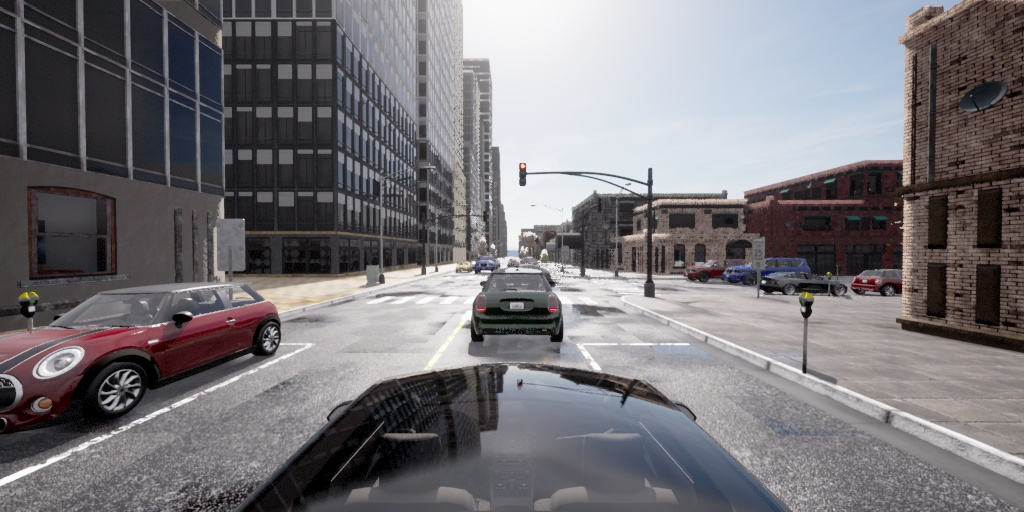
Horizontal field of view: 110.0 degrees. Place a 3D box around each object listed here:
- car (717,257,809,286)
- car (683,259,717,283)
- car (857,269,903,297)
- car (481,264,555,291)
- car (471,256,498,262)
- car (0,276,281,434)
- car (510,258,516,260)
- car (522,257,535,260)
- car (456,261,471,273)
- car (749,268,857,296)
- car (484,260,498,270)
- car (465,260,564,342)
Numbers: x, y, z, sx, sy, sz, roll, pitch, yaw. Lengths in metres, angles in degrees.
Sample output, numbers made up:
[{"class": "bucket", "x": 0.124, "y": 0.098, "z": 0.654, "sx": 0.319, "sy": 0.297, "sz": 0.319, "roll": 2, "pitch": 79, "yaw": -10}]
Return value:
[{"class": "car", "x": 18.562, "y": 1.131, "z": 26.193, "sx": 5.566, "sy": 2.045, "sz": 2.150, "roll": 1, "pitch": 1, "yaw": 1}, {"class": "car", "x": 16.569, "y": 1.164, "z": 28.824, "sx": 5.009, "sy": 1.841, "sz": 2.192, "roll": 0, "pitch": 0, "yaw": 1}, {"class": "car", "x": 21.994, "y": 1.474, "z": 20.364, "sx": 4.097, "sy": 1.591, "sz": 1.967, "roll": 0, "pitch": 0, "yaw": 1}, {"class": "car", "x": 0.476, "y": 1.269, "z": 22.604, "sx": 4.674, "sy": 1.442, "sz": 1.812, "roll": 0, "pitch": -1, "yaw": -41}, {"class": "car", "x": -3.013, "y": 0.962, "z": 41.496, "sx": 2.150, "sy": 2.045, "sz": 5.566, "roll": 0, "pitch": 0, "yaw": 1}, {"class": "car", "x": -5.684, "y": 1.189, "z": 5.613, "sx": 1.967, "sy": 1.591, "sz": 4.097, "roll": 0, "pitch": 0, "yaw": 0}, {"class": "car", "x": 0.215, "y": 1.337, "z": 61.232, "sx": 1.895, "sy": 1.301, "sz": 4.718, "roll": 0, "pitch": 0, "yaw": 0}, {"class": "car", "x": 2.780, "y": 1.179, "z": 49.134, "sx": 1.967, "sy": 1.591, "sz": 4.097, "roll": 0, "pitch": 0, "yaw": 0}, {"class": "car", "x": -5.749, "y": 1.265, "z": 43.391, "sx": 1.751, "sy": 1.417, "sz": 4.829, "roll": 0, "pitch": 0, "yaw": 0}, {"class": "car", "x": 16.447, "y": 1.547, "z": 20.446, "sx": 4.313, "sy": 1.339, "sz": 1.948, "roll": 0, "pitch": 0, "yaw": 1}, {"class": "car", "x": -2.998, "y": 1.264, "z": 51.686, "sx": 1.812, "sy": 1.442, "sz": 4.674, "roll": 0, "pitch": 0, "yaw": 0}, {"class": "car", "x": 0.150, "y": 1.100, "z": 9.910, "sx": 2.097, "sy": 1.767, "sz": 4.553, "roll": 0, "pitch": 0, "yaw": 1}]
